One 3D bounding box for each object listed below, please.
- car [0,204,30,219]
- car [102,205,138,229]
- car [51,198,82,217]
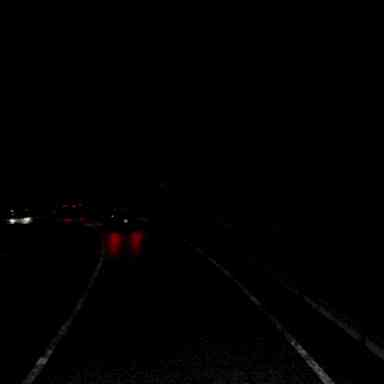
[{"bbox_3d":[-21.408,2.202,40.121,4.553,1.767,2.097,-3,1,44],"label":"car"},{"bbox_3d":[-4.861,1.592,22.152,1.812,1.442,4.674,-2,0,-22],"label":"car"},{"bbox_3d":[-14.385,1.699,37.977,2.150,2.045,5.566,-4,1,-38],"label":"car"}]
